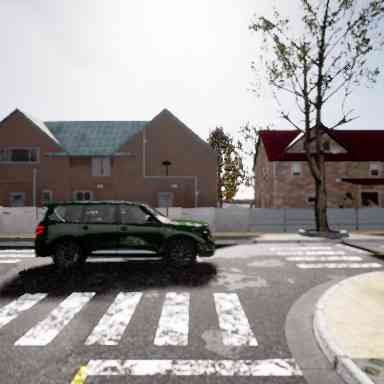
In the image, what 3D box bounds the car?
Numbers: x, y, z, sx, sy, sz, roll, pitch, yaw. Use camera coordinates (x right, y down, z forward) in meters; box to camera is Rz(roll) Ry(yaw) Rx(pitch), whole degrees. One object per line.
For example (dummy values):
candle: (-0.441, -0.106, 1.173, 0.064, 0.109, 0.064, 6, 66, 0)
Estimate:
car: (-2.061, 1.290, 10.670, 5.566, 2.045, 2.150, -1, -1, 0)
